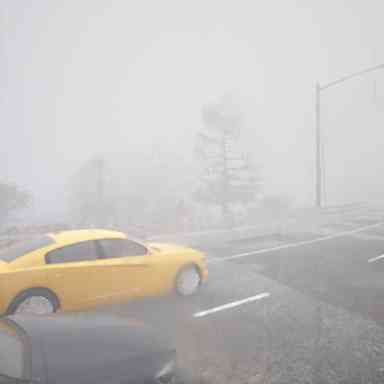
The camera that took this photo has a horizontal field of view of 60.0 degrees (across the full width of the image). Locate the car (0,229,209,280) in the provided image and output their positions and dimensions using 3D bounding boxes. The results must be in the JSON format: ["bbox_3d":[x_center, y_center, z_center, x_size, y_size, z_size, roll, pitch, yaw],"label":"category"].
[{"bbox_3d":[-1.909,1.517,6.876,5.008,1.535,1.882,0,0,-37],"label":"car"}]

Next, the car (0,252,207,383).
[{"bbox_3d":[-2.235,1.551,2.286,4.674,1.442,1.812,0,0,-35],"label":"car"}]
